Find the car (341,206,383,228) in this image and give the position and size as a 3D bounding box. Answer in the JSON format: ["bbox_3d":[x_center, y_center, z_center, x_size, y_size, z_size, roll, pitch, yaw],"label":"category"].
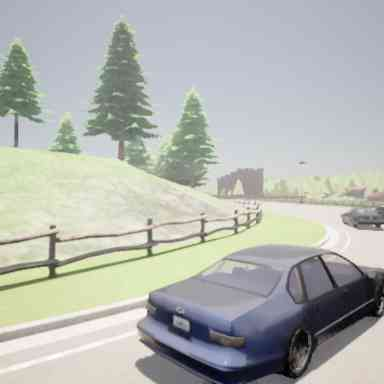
[{"bbox_3d":[12.881,1.906,25.407,2.033,1.411,5.357,0,-1,12],"label":"car"}]

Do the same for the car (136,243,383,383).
[{"bbox_3d":[1.689,1.623,5.667,5.357,1.411,2.033,1,-1,-44],"label":"car"}]
